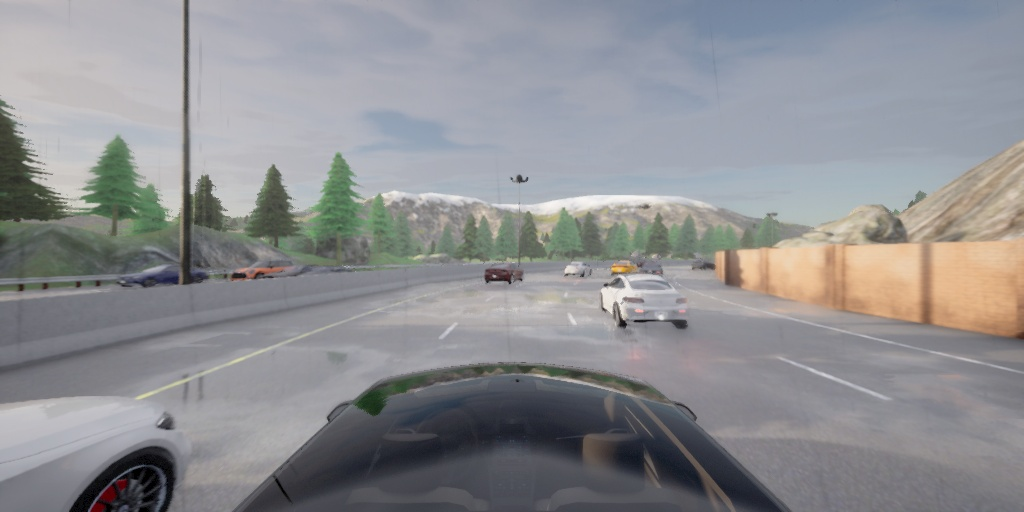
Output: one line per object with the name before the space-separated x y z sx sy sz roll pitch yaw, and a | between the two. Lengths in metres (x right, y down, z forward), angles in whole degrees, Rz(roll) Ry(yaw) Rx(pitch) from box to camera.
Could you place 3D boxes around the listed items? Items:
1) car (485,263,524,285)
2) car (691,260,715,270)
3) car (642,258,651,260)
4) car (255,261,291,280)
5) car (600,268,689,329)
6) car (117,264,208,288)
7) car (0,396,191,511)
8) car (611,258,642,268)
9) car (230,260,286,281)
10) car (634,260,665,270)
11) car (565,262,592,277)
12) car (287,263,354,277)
car | -0.461 1.237 26.769 1.882 1.535 5.008 -1 0 17
car | 27.348 1.258 51.218 4.902 1.511 2.128 1 0 -42
car | 20.115 1.125 54.032 4.553 1.767 2.097 0 0 -44
car | -15.279 1.306 26.199 2.033 1.411 5.357 0 0 13
car | 3.941 1.280 11.222 1.812 1.442 4.674 0 0 5
car | -22.844 1.282 23.701 1.812 1.442 4.674 0 0 10
car | -3.400 1.275 0.788 1.812 1.442 4.674 0 0 0
car | 11.672 1.242 37.036 1.882 1.535 5.008 -1 0 29
car | -18.631 1.108 27.241 2.097 1.767 4.553 0 0 13
car | 11.672 1.309 29.918 2.033 1.411 5.357 0 0 24
car | 6.510 1.289 35.151 1.812 1.442 4.674 0 0 25
car | -12.186 1.322 23.708 1.994 1.385 4.181 0 0 11
